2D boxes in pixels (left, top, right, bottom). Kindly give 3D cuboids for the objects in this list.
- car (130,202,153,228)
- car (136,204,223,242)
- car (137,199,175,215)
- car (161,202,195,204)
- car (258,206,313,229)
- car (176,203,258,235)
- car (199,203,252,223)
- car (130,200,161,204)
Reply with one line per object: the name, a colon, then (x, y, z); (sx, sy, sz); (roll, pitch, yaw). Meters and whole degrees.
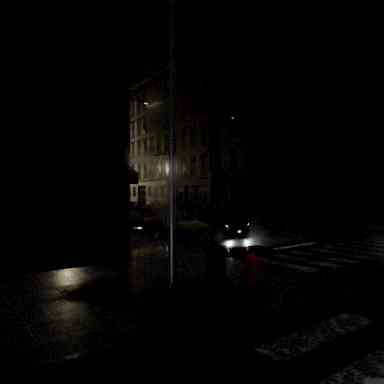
car: (-4.032, 1.585, 21.227); (2.008, 1.369, 4.403); (0, 0, -35)
car: (-0.794, 1.555, 16.679); (1.752, 1.417, 4.829); (0, 0, -35)
car: (-3.868, 1.529, 34.831); (1.752, 1.417, 4.829); (0, 0, -35)
car: (-0.629, 1.566, 30.284); (1.947, 1.339, 4.313); (0, 0, -35)
car: (5.650, 1.558, 21.466); (1.947, 1.339, 4.313); (0, 0, -35)
car: (0.930, 1.565, 18.678); (2.033, 1.411, 5.357); (0, 0, -32)
car: (2.510, 1.578, 25.875); (1.802, 1.307, 4.206); (0, 0, -35)
car: (-4.826, 1.517, 26.719); (2.128, 1.511, 4.902); (0, 0, -35)
